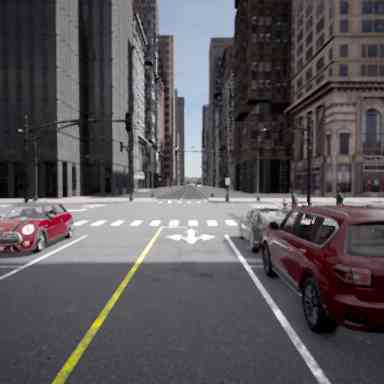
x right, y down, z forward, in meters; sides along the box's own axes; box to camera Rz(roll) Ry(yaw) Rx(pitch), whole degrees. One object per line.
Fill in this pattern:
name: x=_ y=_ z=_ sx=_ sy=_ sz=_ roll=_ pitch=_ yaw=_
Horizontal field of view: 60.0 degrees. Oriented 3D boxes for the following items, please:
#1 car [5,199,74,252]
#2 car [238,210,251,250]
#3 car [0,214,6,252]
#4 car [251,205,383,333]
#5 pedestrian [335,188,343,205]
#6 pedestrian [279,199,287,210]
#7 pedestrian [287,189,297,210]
car: x=-5.794 y=1.129 z=11.982 sx=1.967 sy=1.590 sz=4.097 roll=0 pitch=1 yaw=0
car: x=2.732 y=1.234 z=12.006 sx=2.008 sy=1.369 sz=4.403 roll=0 pitch=1 yaw=0
car: x=-5.780 y=1.364 z=6.214 sx=1.752 sy=1.417 sz=4.829 roll=0 pitch=1 yaw=0
car: x=2.744 y=1.144 z=6.400 sx=2.192 sy=1.841 sz=5.009 roll=0 pitch=1 yaw=0
pedestrian: x=8.021 y=0.677 z=18.084 sx=0.375 sy=1.860 sz=0.375 roll=0 pitch=2 yaw=0
pedestrian: x=5.254 y=0.933 z=18.685 sx=0.375 sy=1.300 sz=0.375 roll=0 pitch=2 yaw=0
pedestrian: x=5.361 y=0.684 z=17.478 sx=0.375 sy=1.860 sz=0.375 roll=0 pitch=2 yaw=0
